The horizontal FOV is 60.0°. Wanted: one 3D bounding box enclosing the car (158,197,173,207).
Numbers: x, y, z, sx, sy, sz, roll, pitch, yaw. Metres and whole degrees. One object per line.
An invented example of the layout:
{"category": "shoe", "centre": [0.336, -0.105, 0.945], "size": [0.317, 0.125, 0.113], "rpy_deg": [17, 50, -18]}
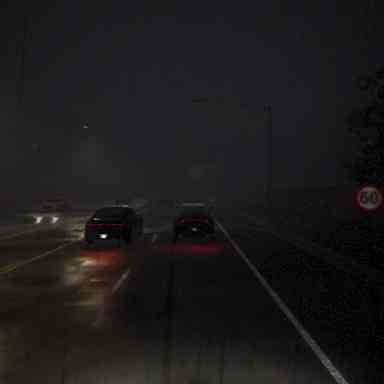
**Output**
{"category": "car", "centre": [-3.404, 1.344, 44.625], "size": [1.895, 1.301, 4.718], "rpy_deg": [0, 0, 0]}

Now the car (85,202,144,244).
{"category": "car", "centre": [-3.402, 1.418, 15.218], "size": [1.837, 1.490, 4.892], "rpy_deg": [0, 0, 0]}

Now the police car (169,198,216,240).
{"category": "police car", "centre": [0.098, 1.329, 16.550], "size": [1.930, 1.638, 5.238], "rpy_deg": [0, 1, 0]}

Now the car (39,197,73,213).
{"category": "car", "centre": [-14.048, 1.279, 34.631], "size": [1.882, 1.535, 5.008], "rpy_deg": [0, 0, 0]}

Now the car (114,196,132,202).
{"category": "car", "centre": [-10.509, 1.291, 50.476], "size": [1.895, 1.301, 4.718], "rpy_deg": [0, 1, 0]}
